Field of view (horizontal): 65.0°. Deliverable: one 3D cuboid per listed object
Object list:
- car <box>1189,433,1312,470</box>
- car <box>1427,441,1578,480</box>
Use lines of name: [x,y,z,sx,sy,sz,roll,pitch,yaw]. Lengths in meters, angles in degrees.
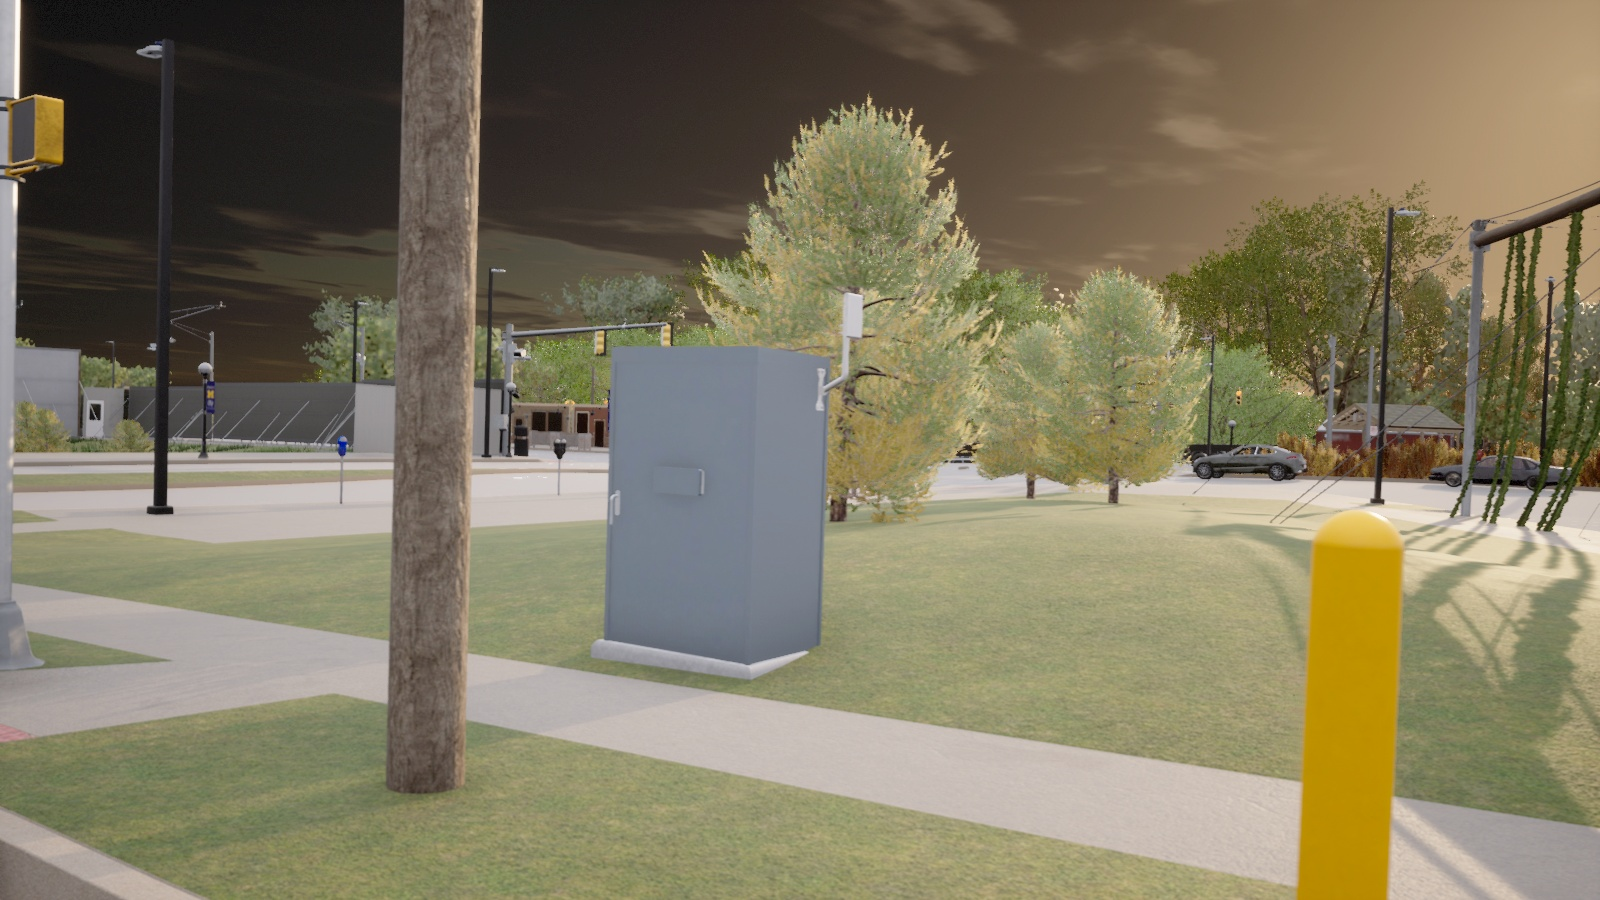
car: [21.005,0.048,58.619,5.027,1.651,2.152,0,1,35]
car: [29.488,0.398,52.797,5.357,1.411,2.033,2,3,34]
